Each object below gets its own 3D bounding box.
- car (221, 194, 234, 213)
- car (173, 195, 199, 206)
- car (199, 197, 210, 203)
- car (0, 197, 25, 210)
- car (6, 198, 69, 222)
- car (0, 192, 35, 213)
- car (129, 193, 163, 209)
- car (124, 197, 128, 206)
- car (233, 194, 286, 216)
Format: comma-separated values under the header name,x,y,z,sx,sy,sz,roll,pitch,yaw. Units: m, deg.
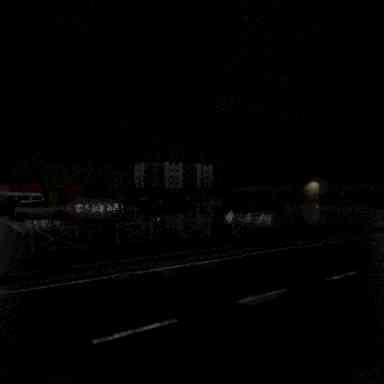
name,x,y,z,sx,sy,sz,roll,pitch,yaw
car,4.654,1.153,32.299,3.866,1.878,1.905,0,0,-35
car,-1.234,1.402,66.751,2.097,1.767,4.553,0,0,-34
car,1.707,1.652,68.650,1.895,1.301,4.718,0,0,-34
car,-22.624,1.360,40.555,3.905,1.438,1.784,0,0,-35
car,-11.165,1.392,24.415,3.806,1.475,1.970,0,0,-35
car,-21.002,1.150,38.154,4.605,1.855,1.932,0,0,-35
car,-6.715,1.153,48.294,3.866,1.878,1.905,0,0,-35
car,-8.379,1.392,50.663,3.806,1.475,1.970,0,0,-35
car,6.282,1.150,29.905,4.605,1.855,1.932,0,0,-35
